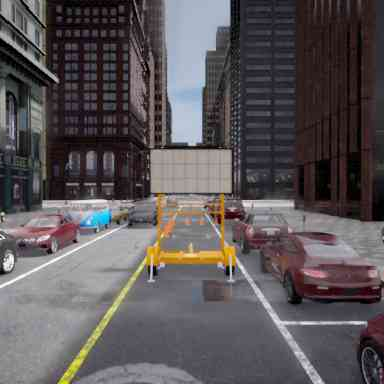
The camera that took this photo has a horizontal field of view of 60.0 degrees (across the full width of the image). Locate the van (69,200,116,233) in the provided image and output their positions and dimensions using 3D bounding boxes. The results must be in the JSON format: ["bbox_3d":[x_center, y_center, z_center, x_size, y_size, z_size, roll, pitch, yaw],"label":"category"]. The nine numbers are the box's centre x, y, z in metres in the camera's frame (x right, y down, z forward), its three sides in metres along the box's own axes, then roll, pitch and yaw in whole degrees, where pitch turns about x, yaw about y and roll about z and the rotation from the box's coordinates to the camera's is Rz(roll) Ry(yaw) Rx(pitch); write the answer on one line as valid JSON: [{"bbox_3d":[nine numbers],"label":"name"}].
[{"bbox_3d":[-5.810,1.344,19.079,1.690,1.788,3.998,0,0,0],"label":"van"}]

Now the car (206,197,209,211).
[{"bbox_3d":[2.688,1.324,30.375,2.192,1.841,5.009,0,0,0],"label":"car"}]

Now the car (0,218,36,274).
[{"bbox_3d":[-5.784,1.551,7.805,2.008,1.369,4.403,0,0,0],"label":"car"}]

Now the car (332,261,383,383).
[{"bbox_3d":[2.755,1.582,2.194,1.802,1.307,4.206,0,0,0],"label":"car"}]

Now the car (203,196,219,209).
[{"bbox_3d":[2.650,1.464,47.283,1.967,1.590,4.097,0,0,0],"label":"car"}]

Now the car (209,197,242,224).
[{"bbox_3d":[2.701,1.321,24.738,2.192,1.841,5.009,0,0,0],"label":"car"}]

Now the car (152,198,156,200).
[{"bbox_3d":[-5.861,1.585,41.625,1.947,1.339,4.313,0,0,0],"label":"car"}]

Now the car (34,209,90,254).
[{"bbox_3d":[-5.796,1.583,13.443,1.802,1.307,4.206,0,0,0],"label":"car"}]

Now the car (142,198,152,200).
[{"bbox_3d":[-5.848,1.580,35.989,1.947,1.339,4.313,0,0,0],"label":"car"}]

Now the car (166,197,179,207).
[{"bbox_3d":[-3.123,1.577,53.595,2.033,1.411,5.357,0,0,0],"label":"car"}]

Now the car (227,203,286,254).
[{"bbox_3d":[2.728,1.441,13.467,1.967,1.590,4.097,0,0,0],"label":"car"}]

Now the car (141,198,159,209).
[{"bbox_3d":[-5.874,1.575,47.262,2.008,1.369,4.403,0,0,0],"label":"car"}]

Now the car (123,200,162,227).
[{"bbox_3d":[-3.153,1.510,22.856,1.837,1.490,4.892,0,0,0],"label":"car"}]

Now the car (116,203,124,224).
[{"bbox_3d":[-5.822,1.531,24.545,1.752,1.417,4.829,0,0,0],"label":"car"}]

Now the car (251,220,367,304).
[{"bbox_3d":[2.741,1.582,7.831,1.802,1.307,4.206,0,0,0],"label":"car"}]

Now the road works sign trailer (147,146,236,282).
[{"bbox_3d":[-0.023,0.465,9.713,2.380,3.560,2.880,0,0,0],"label":"road works sign trailer"}]

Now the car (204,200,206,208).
[{"bbox_3d":[2.676,1.579,36.011,1.947,1.339,4.313,0,0,0],"label":"car"}]
